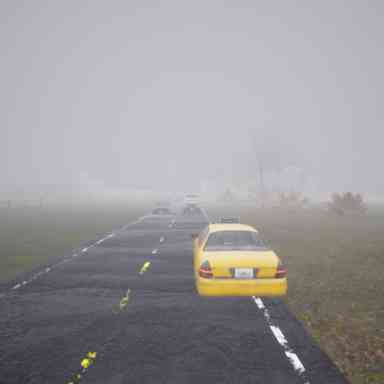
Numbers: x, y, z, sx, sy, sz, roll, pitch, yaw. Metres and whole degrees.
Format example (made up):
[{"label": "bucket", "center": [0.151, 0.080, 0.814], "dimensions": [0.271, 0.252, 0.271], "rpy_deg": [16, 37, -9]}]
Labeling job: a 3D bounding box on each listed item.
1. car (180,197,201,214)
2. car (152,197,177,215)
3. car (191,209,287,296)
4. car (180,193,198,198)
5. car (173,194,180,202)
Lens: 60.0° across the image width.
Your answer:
[{"label": "car", "center": [-0.009, 1.513, 34.900], "dimensions": [1.812, 1.442, 4.674], "rpy_deg": [0, 0, 0]}, {"label": "car", "center": [-2.935, 1.535, 33.981], "dimensions": [2.033, 1.411, 5.357], "rpy_deg": [0, 0, 0]}, {"label": "car", "center": [0.943, 1.452, 8.634], "dimensions": [1.801, 1.575, 5.366], "rpy_deg": [0, 0, 0]}, {"label": "car", "center": [-0.086, 1.204, 45.226], "dimensions": [2.150, 2.045, 5.566], "rpy_deg": [0, 0, 0]}, {"label": "car", "center": [-2.927, 1.332, 70.885], "dimensions": [2.097, 1.767, 4.553], "rpy_deg": [0, 0, 0]}]
